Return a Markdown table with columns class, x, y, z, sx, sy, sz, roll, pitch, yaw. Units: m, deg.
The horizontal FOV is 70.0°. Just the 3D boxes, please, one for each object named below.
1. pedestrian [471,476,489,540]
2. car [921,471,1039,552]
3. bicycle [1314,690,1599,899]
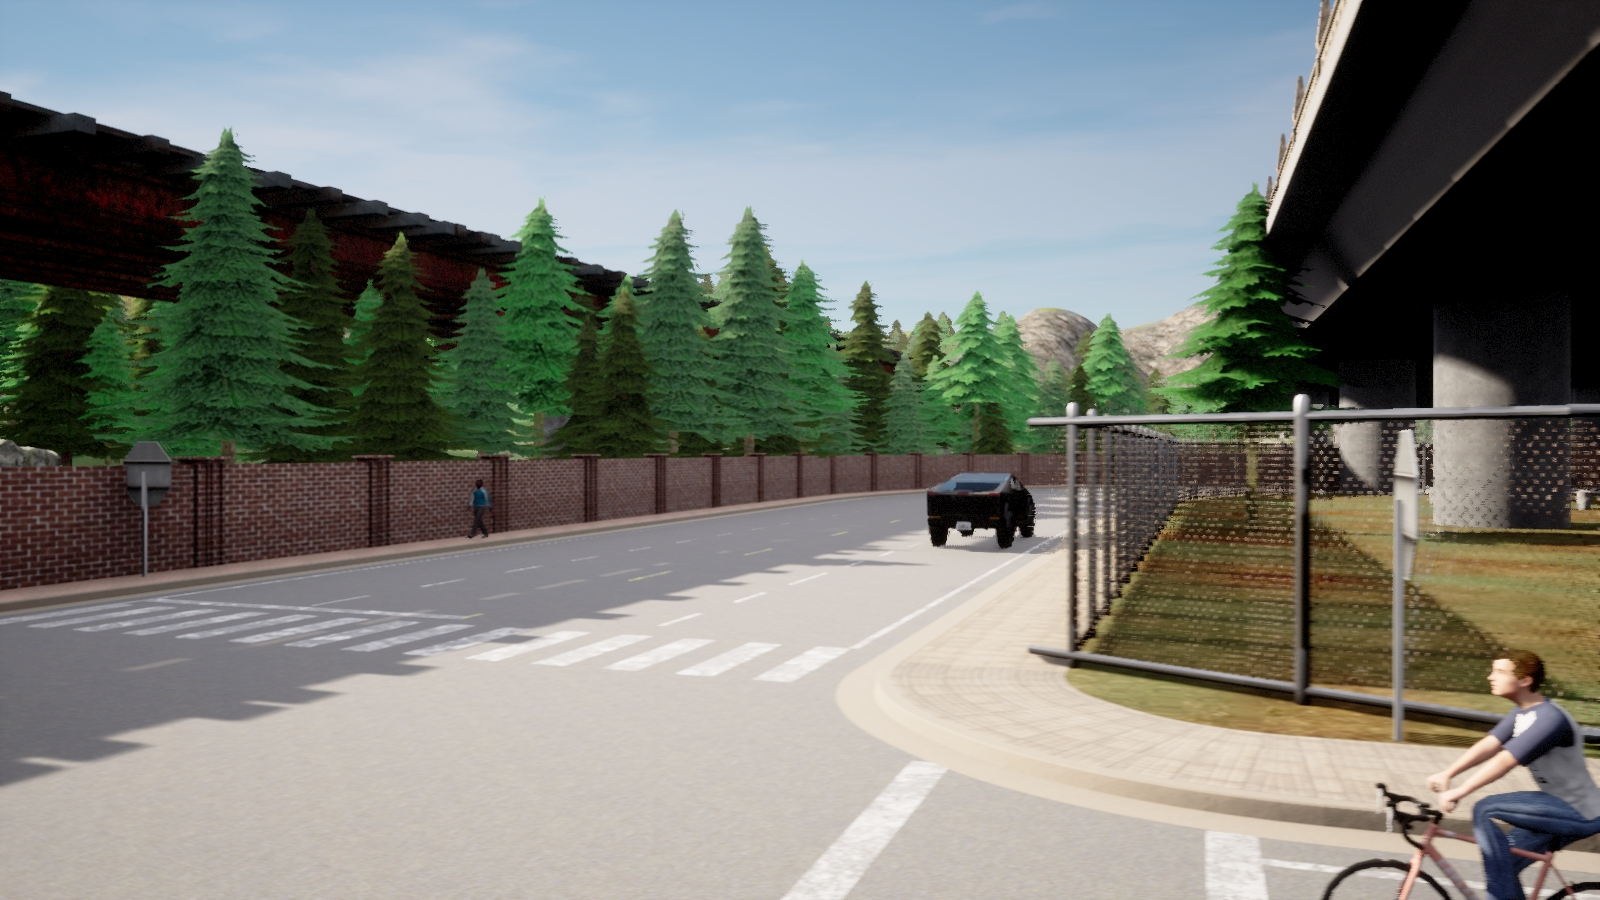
| class | x | y | z | sx | sy | sz | roll | pitch | yaw |
| --- | --- | --- | --- | --- | --- | --- | --- | --- | --- |
| pedestrian | -9.423 | 1.706 | 33.681 | 0.375 | 1.860 | 0.375 | 0 | 0 | 17 |
| car | 5.615 | 1.764 | 34.821 | 2.390 | 2.098 | 6.274 | 0 | 0 | 20 |
| bicycle | 3.528 | 2.058 | 5.800 | 1.643 | 1.496 | 0.373 | 0 | 0 | 19 |
